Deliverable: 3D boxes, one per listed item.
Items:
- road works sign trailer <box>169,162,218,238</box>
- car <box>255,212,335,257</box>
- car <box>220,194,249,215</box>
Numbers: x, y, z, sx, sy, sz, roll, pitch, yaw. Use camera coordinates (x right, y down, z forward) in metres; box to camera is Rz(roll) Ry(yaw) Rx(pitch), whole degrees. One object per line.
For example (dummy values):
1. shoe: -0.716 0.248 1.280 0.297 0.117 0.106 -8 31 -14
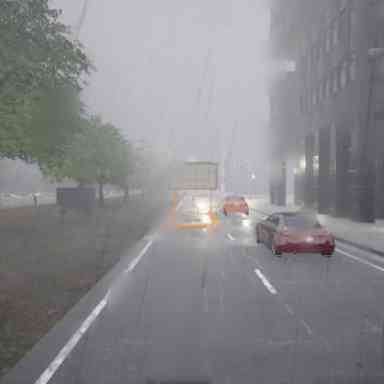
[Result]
1. road works sign trailer: 0.059 0.286 16.579 2.380 3.560 2.880 0 1 0
2. car: 3.629 1.427 12.399 1.994 1.385 4.181 0 1 0
3. car: 3.668 1.057 29.462 2.097 1.767 4.553 0 1 0
